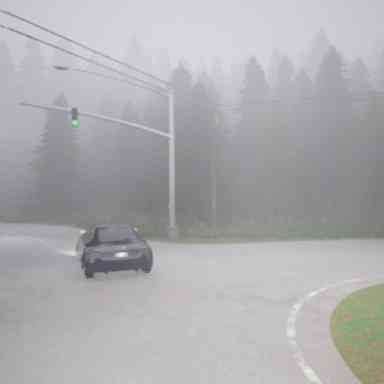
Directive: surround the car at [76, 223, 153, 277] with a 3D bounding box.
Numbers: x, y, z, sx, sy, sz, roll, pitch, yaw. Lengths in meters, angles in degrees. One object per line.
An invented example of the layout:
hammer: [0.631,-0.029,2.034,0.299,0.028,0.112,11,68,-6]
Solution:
car: [-2.671,1.711,10.947,1.994,1.385,4.181,0,-1,-22]
